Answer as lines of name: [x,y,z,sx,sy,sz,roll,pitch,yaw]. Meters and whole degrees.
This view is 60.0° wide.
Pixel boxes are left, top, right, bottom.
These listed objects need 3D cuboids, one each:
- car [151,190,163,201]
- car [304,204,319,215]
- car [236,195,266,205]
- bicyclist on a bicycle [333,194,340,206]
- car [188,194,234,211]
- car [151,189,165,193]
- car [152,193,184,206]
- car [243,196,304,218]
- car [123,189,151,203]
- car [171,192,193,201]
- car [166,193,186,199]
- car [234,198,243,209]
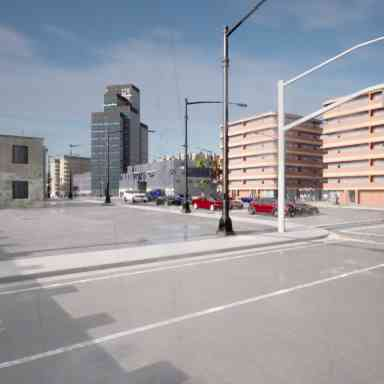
car: [-7.294,0.877,56.725,1.837,1.490,4.892,0,1,-34]
car: [9.496,1.413,32.090,2.033,1.411,5.357,0,1,-35]
car: [9.097,1.211,51.627,1.895,1.301,4.718,0,1,-34]
bicyclist on a bicycle: [19.984,1.094,45.971,1.656,1.620,0.582,0,1,-34]
car: [1.968,1.229,36.891,1.882,1.535,5.008,0,1,-34]
car: [-7.565,0.334,69.601,2.150,2.045,5.566,0,1,-34]
car: [-3.156,1.157,44.400,1.994,1.385,4.181,0,1,-34]
car: [7.115,1.231,29.382,2.097,1.767,4.553,0,1,-34]
car: [-9.121,0.627,53.177,2.150,2.045,5.566,0,1,-33]
car: [-1.907,0.862,61.431,1.837,1.490,4.892,0,1,-34]
car: [-3.357,0.829,69.768,1.895,1.301,4.718,0,1,-34]
car: [4.148,1.256,39.910,1.812,1.442,4.674,0,1,-34]
